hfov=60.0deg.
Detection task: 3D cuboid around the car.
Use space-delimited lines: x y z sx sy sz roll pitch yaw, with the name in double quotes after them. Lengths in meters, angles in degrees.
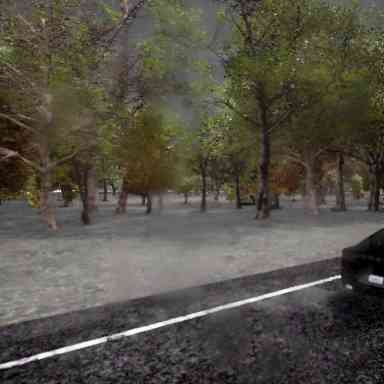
5.434 1.469 7.620 5.008 1.535 1.882 0 0 -35 "car"
